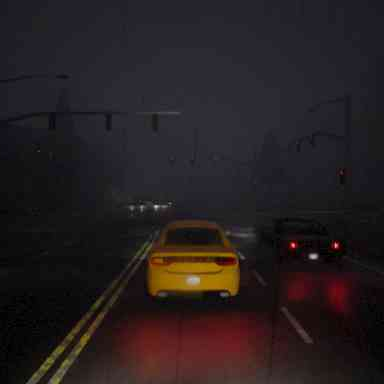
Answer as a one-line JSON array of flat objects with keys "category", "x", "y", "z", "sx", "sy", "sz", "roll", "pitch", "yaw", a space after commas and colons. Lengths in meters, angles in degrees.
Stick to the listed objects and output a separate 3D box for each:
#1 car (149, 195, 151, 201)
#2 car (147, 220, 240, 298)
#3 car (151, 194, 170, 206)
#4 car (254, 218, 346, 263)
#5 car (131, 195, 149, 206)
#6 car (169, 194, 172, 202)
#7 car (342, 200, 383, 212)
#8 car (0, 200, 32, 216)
[{"category": "car", "x": -8.698, "y": 1.370, "z": 67.813, "sx": 2.033, "sy": 1.411, "sz": 5.357, "roll": 0, "pitch": 0, "yaw": -2}, {"category": "car", "x": 0.030, "y": 1.455, "z": 8.522, "sx": 1.882, "sy": 1.535, "sz": 5.008, "roll": 0, "pitch": 0, "yaw": 0}, {"category": "car", "x": -4.853, "y": 1.430, "z": 51.711, "sx": 1.994, "sy": 1.385, "sz": 4.181, "roll": 0, "pitch": 0, "yaw": -1}, {"category": "car", "x": 3.497, "y": 1.570, "z": 11.848, "sx": 1.895, "sy": 1.301, "sz": 4.718, "roll": 0, "pitch": 0, "yaw": -1}, {"category": "car", "x": -8.358, "y": 1.371, "z": 51.868, "sx": 1.837, "sy": 1.490, "sz": 4.892, "roll": 0, "pitch": 0, "yaw": -1}, {"category": "car", "x": -5.193, "y": 1.180, "z": 67.243, "sx": 2.097, "sy": 1.767, "sz": 4.553, "roll": 0, "pitch": 0, "yaw": -1}, {"category": "car", "x": 18.797, "y": 1.509, "z": 35.755, "sx": 4.718, "sy": 1.301, "sz": 1.895, "roll": 0, "pitch": 0, "yaw": -2}, {"category": "car", "x": -17.206, "y": 1.447, "z": 30.542, "sx": 4.674, "sy": 1.442, "sz": 1.812, "roll": 0, "pitch": 0, "yaw": -1}]
